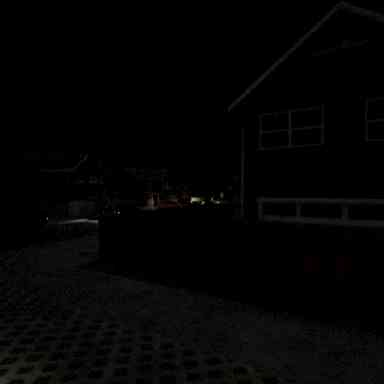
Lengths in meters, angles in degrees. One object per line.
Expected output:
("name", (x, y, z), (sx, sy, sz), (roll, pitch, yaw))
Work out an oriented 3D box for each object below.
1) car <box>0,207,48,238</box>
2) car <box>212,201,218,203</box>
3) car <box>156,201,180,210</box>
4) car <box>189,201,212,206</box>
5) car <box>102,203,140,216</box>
("car", (-10.117, 1.616, 18.330), (2.128, 1.511, 4.902), (0, -1, 16))
("car", (3.522, 2.121, 56.833), (1.895, 1.301, 4.718), (0, 0, 16))
("car", (-3.063, 1.863, 43.644), (1.882, 1.535, 5.008), (0, -1, 16))
("car", (0.964, 1.983, 47.416), (2.033, 1.411, 5.357), (0, 0, 16))
("car", (-6.551, 1.768, 31.174), (1.837, 1.490, 4.892), (0, -1, 16))
